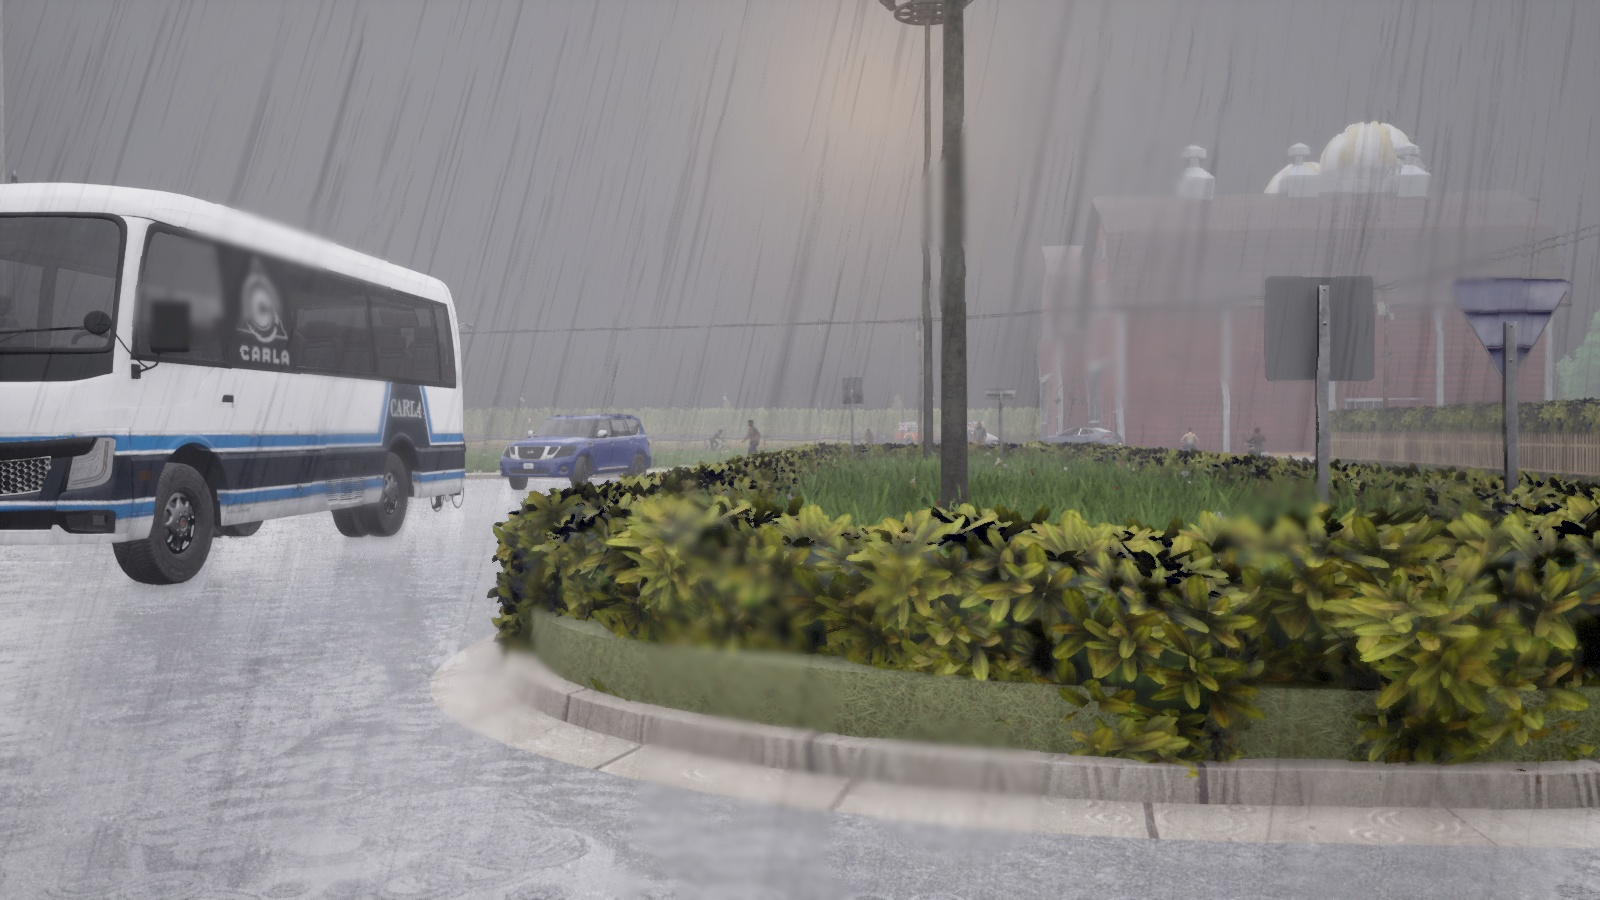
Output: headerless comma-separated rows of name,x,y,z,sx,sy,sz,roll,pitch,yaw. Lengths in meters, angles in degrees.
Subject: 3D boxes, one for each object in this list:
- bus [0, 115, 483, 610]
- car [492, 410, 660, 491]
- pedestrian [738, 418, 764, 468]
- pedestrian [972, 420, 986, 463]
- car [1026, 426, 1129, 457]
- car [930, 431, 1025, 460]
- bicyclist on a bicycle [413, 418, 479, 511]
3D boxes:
bus,-7.655,-0.836,16.062,3.944,4.253,10.273,0,1,4
car,-6.077,-0.036,34.912,2.150,2.045,5.566,1,1,19
pedestrian,-1.757,-0.249,45.236,0.869,1.805,0.328,0,1,-25
pedestrian,7.794,-0.364,54.579,0.540,1.848,0.694,0,1,13
car,15.111,-0.494,68.445,5.027,1.651,2.152,1,1,38
car,9.604,-0.276,68.314,2.163,1.488,4.792,-1,1,-44
bicyclist on a bicycle,-6.991,0.272,24.884,0.659,1.776,1.843,0,1,5
